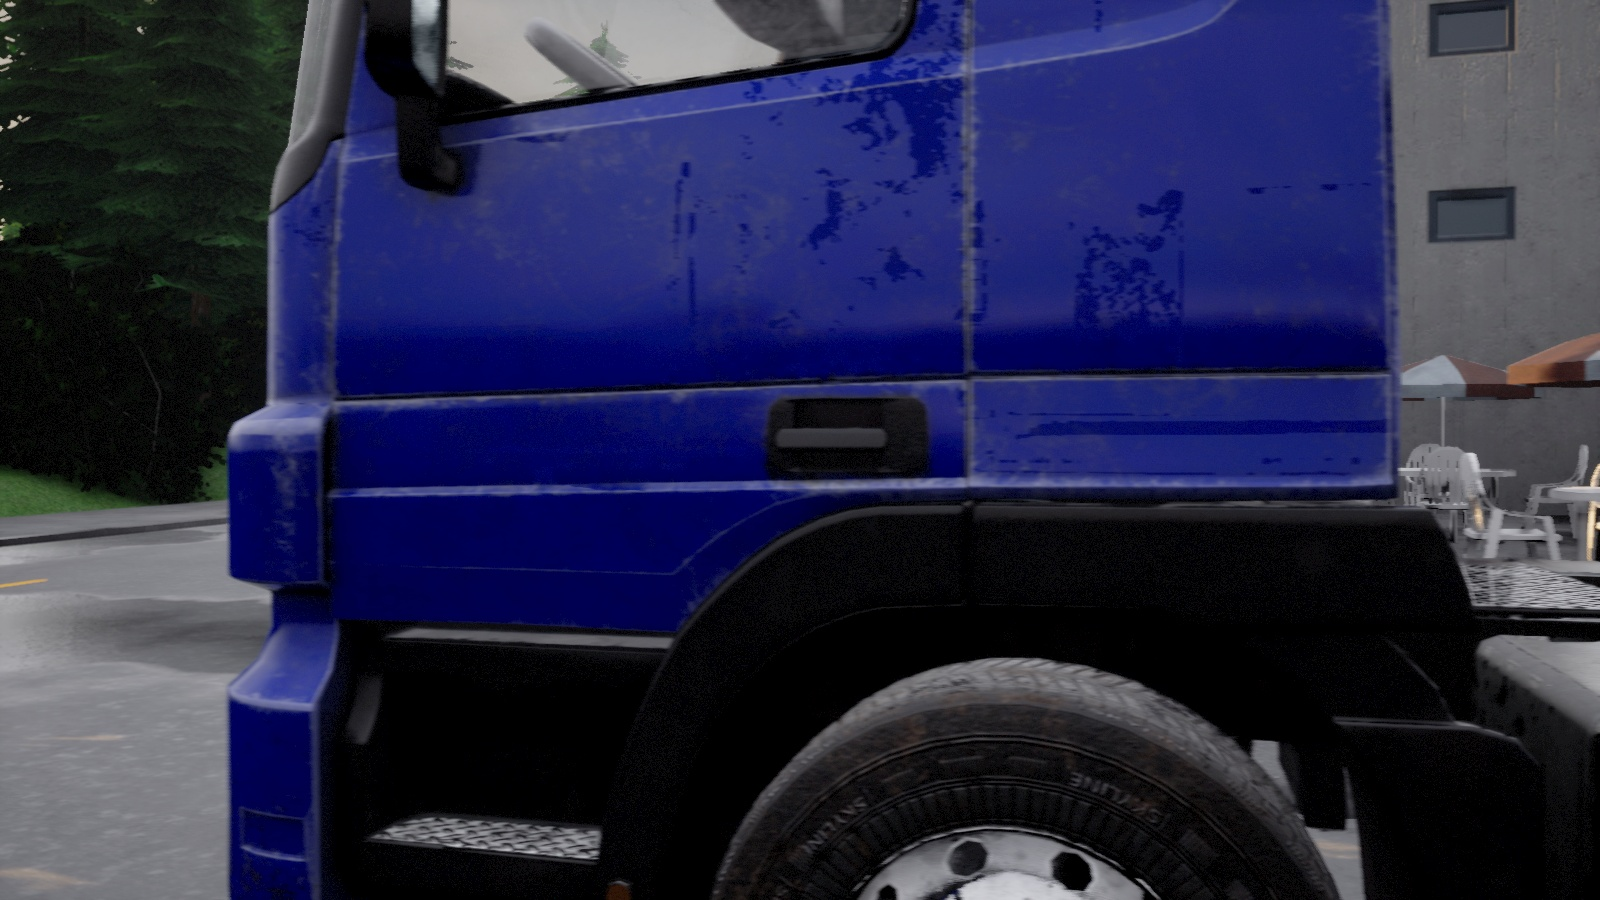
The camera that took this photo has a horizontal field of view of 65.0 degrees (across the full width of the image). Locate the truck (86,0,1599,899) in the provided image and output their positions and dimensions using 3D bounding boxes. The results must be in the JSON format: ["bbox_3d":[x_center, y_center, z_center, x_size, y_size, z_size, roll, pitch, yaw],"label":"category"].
[{"bbox_3d":[2.801,-0.188,2.808,7.936,3.462,2.891,0,1,16],"label":"truck"}]
